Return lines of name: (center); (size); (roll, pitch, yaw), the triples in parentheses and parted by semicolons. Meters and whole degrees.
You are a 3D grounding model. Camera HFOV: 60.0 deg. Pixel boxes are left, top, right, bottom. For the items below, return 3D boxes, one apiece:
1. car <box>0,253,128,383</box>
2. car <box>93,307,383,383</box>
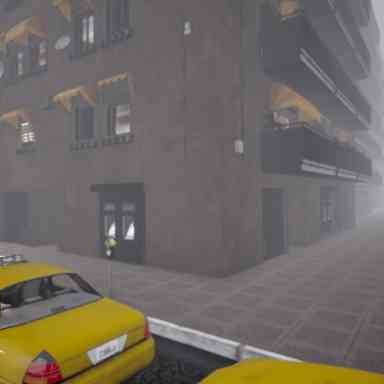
car: (-2.719, 1.554, 4.667); (4.829, 1.417, 1.752); (0, -1, 36)
car: (1.871, 1.520, 1.390); (4.829, 1.417, 1.752); (0, -1, 36)
